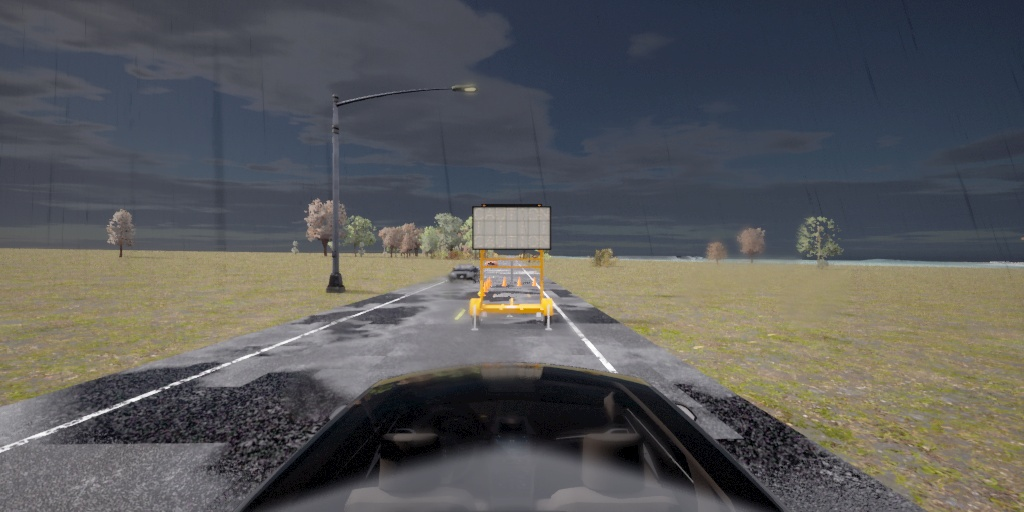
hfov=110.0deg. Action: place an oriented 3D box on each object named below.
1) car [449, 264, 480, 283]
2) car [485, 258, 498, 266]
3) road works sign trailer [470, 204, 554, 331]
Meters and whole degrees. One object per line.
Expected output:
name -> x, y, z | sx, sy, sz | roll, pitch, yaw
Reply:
car -> -3.614, 1.316, 27.733 | 1.994, 1.385, 4.181 | 0, 0, 0
car -> -3.531, 1.106, 61.695 | 2.097, 1.767, 4.553 | 0, 0, 0
road works sign trailer -> -0.005, 0.215, 11.033 | 2.380, 3.560, 2.880 | 0, 0, 0
